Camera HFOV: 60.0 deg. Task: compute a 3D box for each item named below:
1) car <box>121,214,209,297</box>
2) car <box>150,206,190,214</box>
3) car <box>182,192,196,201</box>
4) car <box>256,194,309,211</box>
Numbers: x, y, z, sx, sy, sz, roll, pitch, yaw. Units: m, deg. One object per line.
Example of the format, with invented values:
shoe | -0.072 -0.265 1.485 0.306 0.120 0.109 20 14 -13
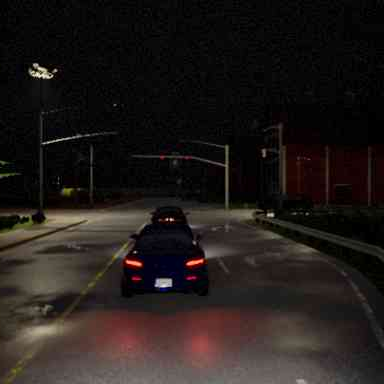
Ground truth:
car | -0.639 1.521 8.481 1.812 1.442 4.674 0 0 -3
car | -1.200 1.495 17.726 1.837 1.490 4.892 0 0 -3
car | -0.754 1.101 81.657 3.866 1.878 1.905 -2 4 44
car | 9.793 1.234 36.052 5.566 2.045 2.150 0 0 -2
